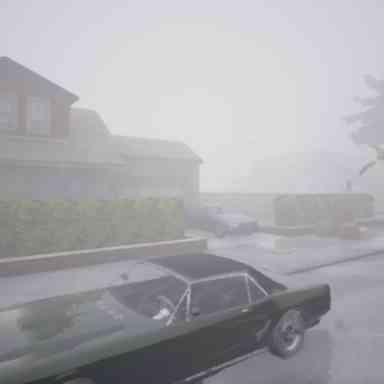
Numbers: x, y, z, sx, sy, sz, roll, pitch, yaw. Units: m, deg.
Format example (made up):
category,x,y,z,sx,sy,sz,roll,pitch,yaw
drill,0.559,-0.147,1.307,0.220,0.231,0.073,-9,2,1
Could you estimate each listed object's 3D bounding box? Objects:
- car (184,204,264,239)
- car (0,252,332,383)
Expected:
category,x,y,z,sx,sy,sz,roll,pitch,yaw
car,0.977,1.290,16.094,2.033,1.415,5.357,0,0,-33
car,-0.306,1.586,4.380,4.718,1.301,1.895,0,0,-35
